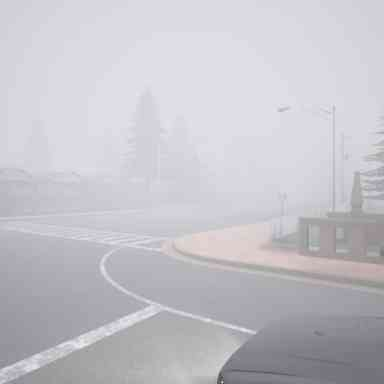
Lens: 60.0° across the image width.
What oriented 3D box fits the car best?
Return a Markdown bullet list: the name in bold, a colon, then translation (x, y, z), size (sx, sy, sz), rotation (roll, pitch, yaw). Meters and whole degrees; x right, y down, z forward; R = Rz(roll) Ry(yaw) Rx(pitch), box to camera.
- **car**: translation (2.746, 1.550, 2.016), size (5.357, 1.411, 2.033), rotation (0, 0, 36)
